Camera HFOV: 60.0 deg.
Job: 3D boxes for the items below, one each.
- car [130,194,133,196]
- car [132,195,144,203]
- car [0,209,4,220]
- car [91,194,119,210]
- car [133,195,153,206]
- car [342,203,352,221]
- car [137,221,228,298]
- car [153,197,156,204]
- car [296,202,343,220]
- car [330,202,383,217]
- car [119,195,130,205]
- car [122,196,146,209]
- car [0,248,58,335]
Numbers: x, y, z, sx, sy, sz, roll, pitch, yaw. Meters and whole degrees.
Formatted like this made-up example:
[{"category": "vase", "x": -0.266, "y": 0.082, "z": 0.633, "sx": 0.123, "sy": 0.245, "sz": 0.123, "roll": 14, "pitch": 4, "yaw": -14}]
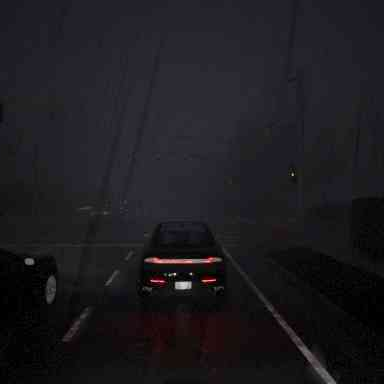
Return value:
[{"category": "car", "x": -11.735, "y": 1.352, "z": 63.132, "sx": 2.097, "sy": 1.767, "sz": 4.553, "roll": 0, "pitch": 0, "yaw": 0}, {"category": "car", "x": -11.859, "y": 1.478, "z": 73.203, "sx": 1.882, "sy": 1.535, "sz": 5.008, "roll": 0, "pitch": 0, "yaw": -1}, {"category": "car", "x": -16.271, "y": 1.351, "z": 24.171, "sx": 4.553, "sy": 1.767, "sz": 2.097, "roll": 0, "pitch": 0, "yaw": -6}, {"category": "car", "x": -11.446, "y": 1.221, "z": 43.395, "sx": 2.150, "sy": 2.045, "sz": 5.566, "roll": 0, "pitch": 0, "yaw": -2}, {"category": "car", "x": -8.130, "y": 1.564, "z": 55.225, "sx": 1.994, "sy": 1.385, "sz": 4.181, "roll": 0, "pitch": 0, "yaw": -1}, {"category": "car", "x": 13.321, "y": 1.564, "z": 23.477, "sx": 4.181, "sy": 1.385, "sz": 1.994, "roll": 0, "pitch": 0, "yaw": 0}, {"category": "car", "x": -0.247, "y": 1.492, "z": 8.496, "sx": 2.128, "sy": 1.511, "sz": 4.902, "roll": 0, "pitch": 0, "yaw": -2}, {"category": "car", "x": -8.251, "y": 1.526, "z": 65.047, "sx": 1.812, "sy": 1.442, "sz": 4.674, "roll": 0, "pitch": 0, "yaw": -1}, {"category": "car", "x": 11.388, "y": 1.547, "z": 27.192, "sx": 5.357, "sy": 1.411, "sz": 2.033, "roll": 0, "pitch": 0, "yaw": 0}, {"category": "car", "x": 15.459, "y": 1.601, "z": 30.658, "sx": 4.718, "sy": 1.301, "sz": 1.895, "roll": 0, "pitch": 0, "yaw": 0}, {"category": "car", "x": -11.601, "y": 1.505, "z": 53.222, "sx": 1.837, "sy": 1.490, "sz": 4.892, "roll": 0, "pitch": 0, "yaw": -1}, {"category": "car", "x": -7.989, "y": 1.601, "z": 46.459, "sx": 1.895, "sy": 1.301, "sz": 4.718, "roll": 0, "pitch": 0, "yaw": -1}, {"category": "car", "x": -3.613, "y": 1.478, "z": 4.830, "sx": 1.882, "sy": 1.535, "sz": 5.008, "roll": 0, "pitch": 0, "yaw": -2}]
